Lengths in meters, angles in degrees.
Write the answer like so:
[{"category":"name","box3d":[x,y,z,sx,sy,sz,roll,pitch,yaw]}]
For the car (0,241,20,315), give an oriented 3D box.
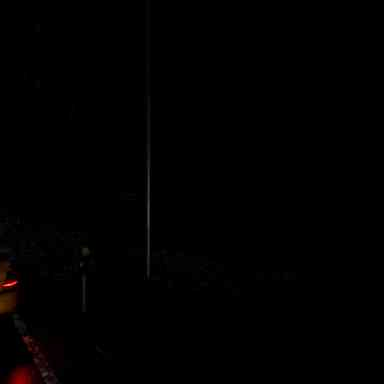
[{"category":"car","box3d":[-4.935,1.455,6.920,1.801,1.575,5.366,0,0,-37]}]
